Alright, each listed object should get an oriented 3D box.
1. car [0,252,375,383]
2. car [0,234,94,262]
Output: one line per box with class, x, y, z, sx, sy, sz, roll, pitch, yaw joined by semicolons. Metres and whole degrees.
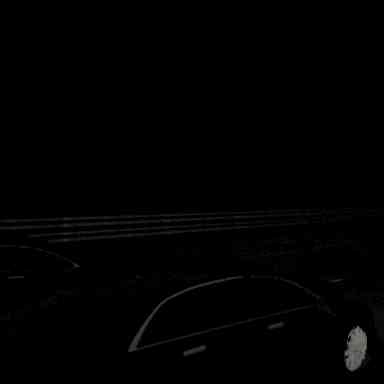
car;0.281;1.528;3.946;4.892;1.490;1.837;1;0;-35
car;-3.211;1.505;5.748;4.892;1.490;1.837;1;0;-35
